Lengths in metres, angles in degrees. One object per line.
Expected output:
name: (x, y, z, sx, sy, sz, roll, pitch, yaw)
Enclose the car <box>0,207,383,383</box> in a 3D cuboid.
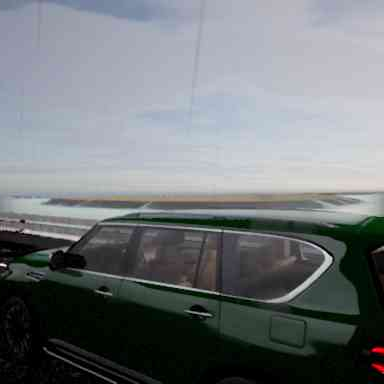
car: (-0.204, 1.214, 4.129, 5.566, 2.045, 2.150, 0, 0, 35)
